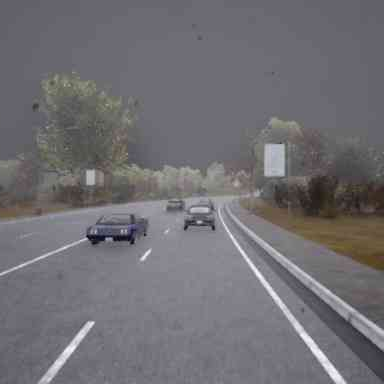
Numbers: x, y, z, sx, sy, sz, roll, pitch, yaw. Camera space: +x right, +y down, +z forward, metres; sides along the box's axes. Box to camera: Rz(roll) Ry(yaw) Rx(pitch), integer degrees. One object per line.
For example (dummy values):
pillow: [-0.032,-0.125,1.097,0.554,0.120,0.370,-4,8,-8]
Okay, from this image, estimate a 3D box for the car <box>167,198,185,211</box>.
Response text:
car: [-1.850,1.488,40.231,2.128,1.511,4.902,0,0,5]

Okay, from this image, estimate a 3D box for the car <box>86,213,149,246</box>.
car: [-3.192,1.596,15.310,1.895,1.301,4.718,0,0,2]

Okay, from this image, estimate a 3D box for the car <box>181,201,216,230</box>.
car: [0.515,1.526,20.954,1.812,1.442,4.674,0,0,2]

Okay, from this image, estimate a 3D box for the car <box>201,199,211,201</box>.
car: [1.794,1.565,41.883,1.994,1.385,4.181,0,0,5]
